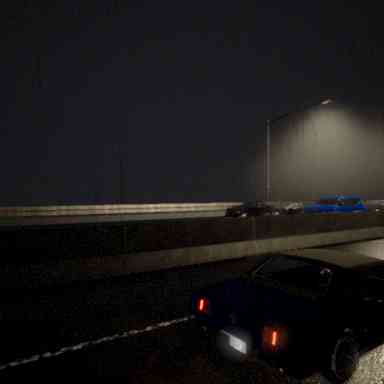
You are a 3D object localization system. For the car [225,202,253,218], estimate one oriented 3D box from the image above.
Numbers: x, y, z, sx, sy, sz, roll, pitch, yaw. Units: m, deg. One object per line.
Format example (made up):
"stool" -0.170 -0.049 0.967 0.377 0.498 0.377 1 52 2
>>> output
"car" 5.142 1.573 28.973 5.008 1.535 1.882 0 0 -35

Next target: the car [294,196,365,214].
"car" 10.240 1.324 23.991 5.566 2.045 2.150 0 0 -35

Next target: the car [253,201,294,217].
"car" 7.540 1.590 26.377 4.902 1.511 2.128 0 0 -35

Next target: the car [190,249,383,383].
"car" 2.386 1.623 5.429 4.718 1.301 1.895 0 0 -35
